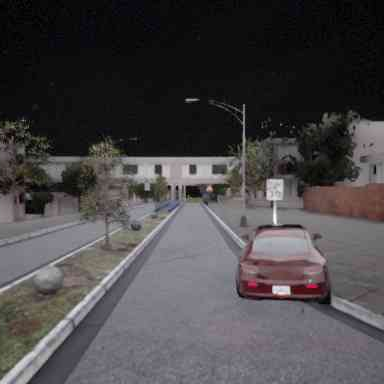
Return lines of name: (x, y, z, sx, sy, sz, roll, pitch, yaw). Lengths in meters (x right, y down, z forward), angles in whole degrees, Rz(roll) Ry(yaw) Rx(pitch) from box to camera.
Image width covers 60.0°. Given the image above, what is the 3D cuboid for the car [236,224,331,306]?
car: (2.172, 1.497, 8.098, 1.812, 1.442, 4.674, -2, 1, 15)
